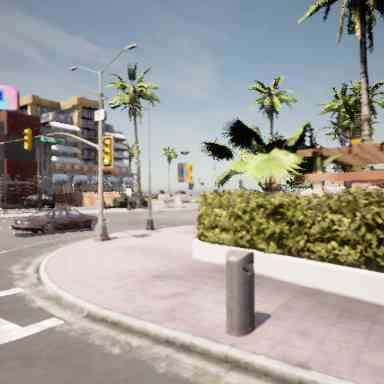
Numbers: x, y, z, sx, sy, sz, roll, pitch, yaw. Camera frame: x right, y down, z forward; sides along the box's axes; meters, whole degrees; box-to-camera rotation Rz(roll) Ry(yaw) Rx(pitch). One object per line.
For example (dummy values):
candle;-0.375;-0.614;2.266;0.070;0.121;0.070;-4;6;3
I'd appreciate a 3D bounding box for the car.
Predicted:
car;-7.779;1.694;19.985;2.033;1.411;5.357;-1;0;39
